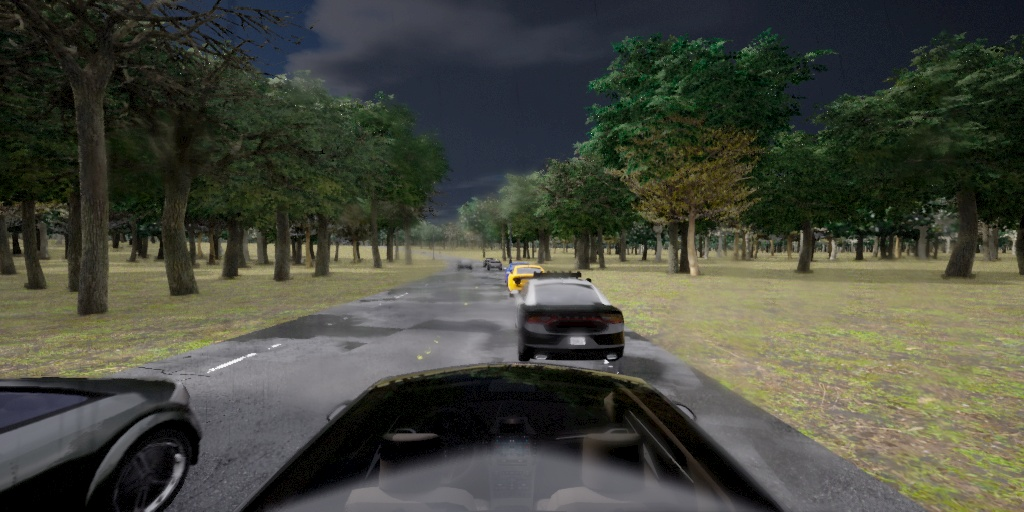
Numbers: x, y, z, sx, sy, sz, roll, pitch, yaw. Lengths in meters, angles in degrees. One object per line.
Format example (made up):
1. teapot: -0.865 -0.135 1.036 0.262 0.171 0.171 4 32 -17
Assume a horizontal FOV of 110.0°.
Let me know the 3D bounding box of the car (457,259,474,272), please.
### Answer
1. car: -5.813 1.122 45.007 1.882 1.535 5.008 0 0 -6

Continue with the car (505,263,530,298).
1. car: 0.776 1.203 18.338 1.882 1.535 5.008 0 0 -2

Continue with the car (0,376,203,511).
1. car: -3.627 1.314 1.291 1.994 1.385 4.181 0 0 0

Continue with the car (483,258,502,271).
1. car: -2.352 1.117 47.493 2.128 1.511 4.902 0 0 -6

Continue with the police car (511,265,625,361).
1. police car: 1.032 1.169 8.382 1.930 1.638 5.238 0 0 -1
